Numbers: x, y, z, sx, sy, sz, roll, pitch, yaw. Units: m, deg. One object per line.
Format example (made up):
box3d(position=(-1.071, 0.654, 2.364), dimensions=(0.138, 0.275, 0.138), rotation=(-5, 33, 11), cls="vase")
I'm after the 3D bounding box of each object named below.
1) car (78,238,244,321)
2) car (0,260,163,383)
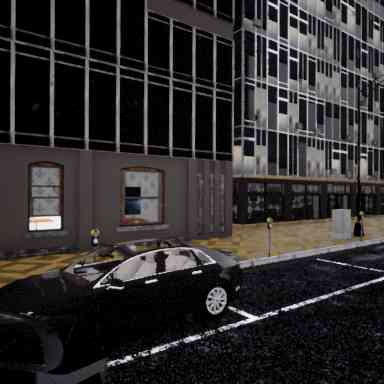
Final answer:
box3d(position=(-1.045, 1.551, 5.806), dimensions=(4.403, 1.369, 2.008), rotation=(0, 0, -35), cls="car")
box3d(position=(-2.724, 1.505, 1.438), dimensions=(4.892, 1.490, 1.837), rotation=(0, 0, -35), cls="car")
